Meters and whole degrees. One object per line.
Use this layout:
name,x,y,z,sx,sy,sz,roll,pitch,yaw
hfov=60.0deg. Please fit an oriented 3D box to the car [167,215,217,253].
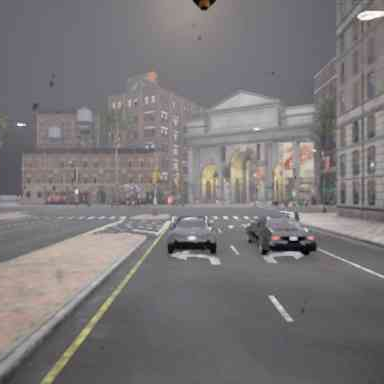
car,0.007,1.699,14.353,1.994,1.385,4.181,0,0,0

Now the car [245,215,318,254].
car,3.505,1.679,13.986,2.033,1.411,5.357,0,-1,0
